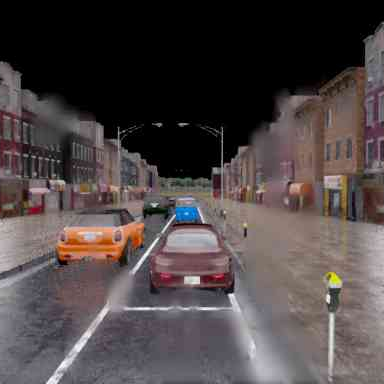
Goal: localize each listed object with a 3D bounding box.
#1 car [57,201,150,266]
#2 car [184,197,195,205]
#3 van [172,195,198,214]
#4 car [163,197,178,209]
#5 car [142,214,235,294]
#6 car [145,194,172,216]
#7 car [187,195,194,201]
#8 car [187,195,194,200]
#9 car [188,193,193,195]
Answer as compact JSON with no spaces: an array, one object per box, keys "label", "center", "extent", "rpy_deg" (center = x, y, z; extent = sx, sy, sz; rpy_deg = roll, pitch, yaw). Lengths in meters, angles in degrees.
[{"label":"car","center":[-2.922,1.346,11.654],"extent":[2.097,1.767,4.553],"rpy_deg":[0,0,0]},{"label":"car","center":[-0.395,1.562,58.737],"extent":[1.802,1.307,4.206],"rpy_deg":[-1,0,0]},{"label":"van","center":[-0.402,1.332,25.542],"extent":[1.690,1.788,3.998],"rpy_deg":[-1,0,0]},{"label":"car","center":[-2.919,1.488,46.729],"extent":[1.837,1.490,4.892],"rpy_deg":[0,0,0]},{"label":"car","center":[0.004,1.522,8.652],"extent":[1.812,1.442,4.674],"rpy_deg":[0,0,0]},{"label":"car","center":[-3.009,1.210,29.443],"extent":[2.150,2.045,5.566],"rpy_deg":[0,0,0]},{"label":"car","center":[-0.394,1.542,86.399],"extent":[1.947,1.339,4.313],"rpy_deg":[-1,0,0]},{"label":"car","center":[-0.394,1.542,91.932],"extent":[1.947,1.339,4.313],"rpy_deg":[-1,0,0]},{"label":"car","center":[-0.402,1.302,36.607],"extent":[2.192,1.841,5.009],"rpy_deg":[-1,0,0]}]
